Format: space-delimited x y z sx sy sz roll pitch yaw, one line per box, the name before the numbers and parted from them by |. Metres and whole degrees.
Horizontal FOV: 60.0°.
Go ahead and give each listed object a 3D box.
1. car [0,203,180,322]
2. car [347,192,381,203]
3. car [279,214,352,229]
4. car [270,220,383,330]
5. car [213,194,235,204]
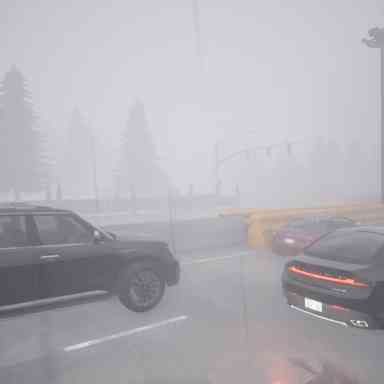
car | -2.903 1.217 5.974 5.566 2.045 2.150 0 0 -36
car | 23.905 0.841 45.792 4.892 1.490 1.837 0 3 -1
car | 4.627 1.440 11.339 4.181 1.385 1.994 -1 1 -35
car | 3.817 1.434 6.471 4.892 1.490 1.837 -1 1 -35
car | 4.738 1.024 50.124 2.128 1.511 4.902 -1 1 -35
